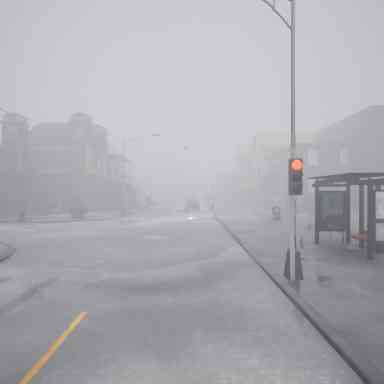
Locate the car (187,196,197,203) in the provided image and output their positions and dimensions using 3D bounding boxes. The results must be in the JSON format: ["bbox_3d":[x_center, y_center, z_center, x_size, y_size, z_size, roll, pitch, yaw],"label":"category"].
[{"bbox_3d":[-0.003,1.505,68.191,1.837,1.490,4.892,0,0,0],"label":"car"}]

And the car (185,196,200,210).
[{"bbox_3d":[0.060,1.547,42.063,2.033,1.411,5.357,0,0,0],"label":"car"}]
